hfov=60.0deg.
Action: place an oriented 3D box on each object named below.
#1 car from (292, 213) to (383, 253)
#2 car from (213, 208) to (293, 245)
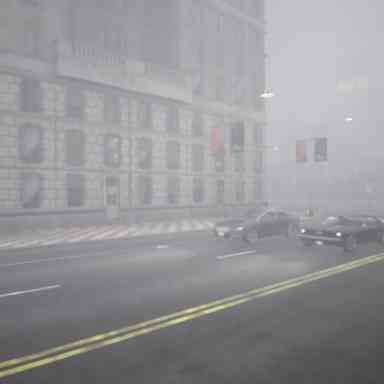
[{"bbox_3d":[6.470,1.587,13.815,4.718,1.301,1.895,0,0,-39],"label":"car"},{"bbox_3d":[3.132,1.499,15.620,4.902,1.511,2.128,0,0,-39],"label":"car"}]
